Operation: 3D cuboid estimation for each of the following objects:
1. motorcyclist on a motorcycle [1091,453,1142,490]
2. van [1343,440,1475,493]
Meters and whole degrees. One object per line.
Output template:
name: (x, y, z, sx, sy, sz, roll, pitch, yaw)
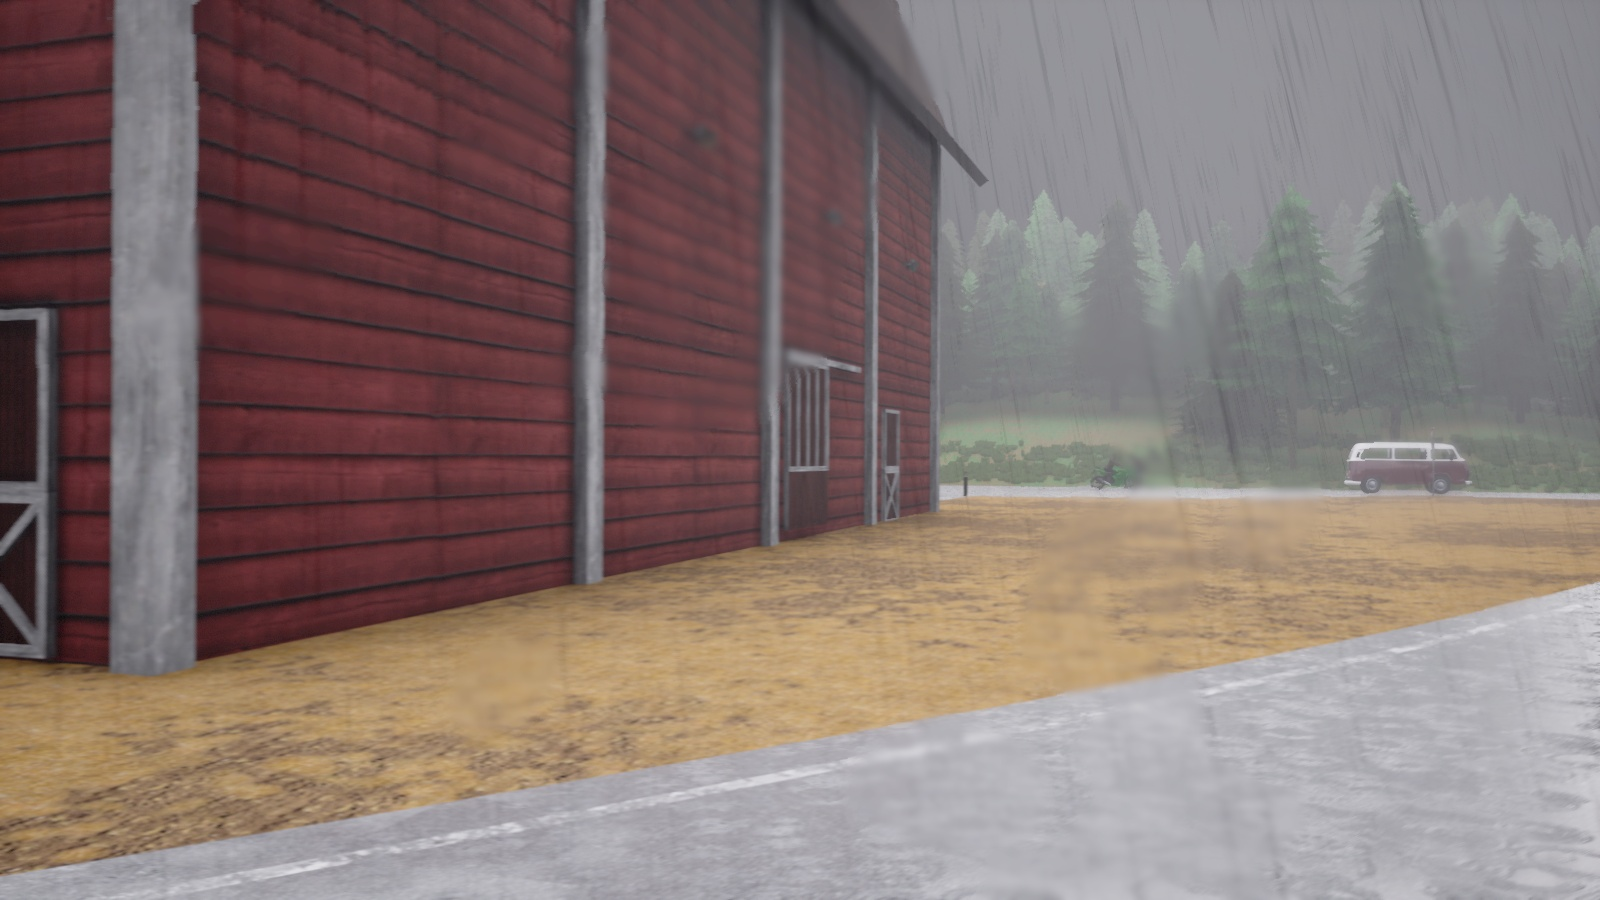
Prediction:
motorcyclist on a motorcycle: (13.457, 0.902, 53.401, 2.044, 1.523, 0.797, 0, 0, 19)
van: (24.025, 0.635, 49.716, 4.480, 2.038, 2.069, 0, 0, 19)
